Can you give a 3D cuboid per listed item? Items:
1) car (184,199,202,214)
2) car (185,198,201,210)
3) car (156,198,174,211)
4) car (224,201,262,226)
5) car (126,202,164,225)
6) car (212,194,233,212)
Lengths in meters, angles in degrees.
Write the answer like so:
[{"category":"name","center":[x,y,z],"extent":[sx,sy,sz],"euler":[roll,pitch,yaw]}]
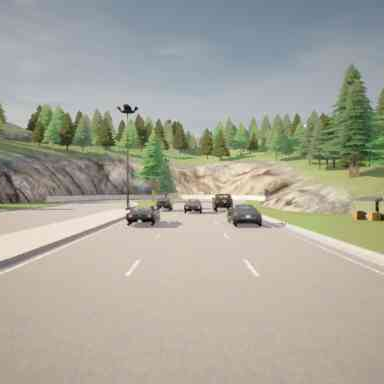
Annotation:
[{"category":"car","center":[0.107,1.601,35.855],"extent":[1.895,1.301,4.718],"euler":[0,0,0]},{"category":"car","center":[0.203,1.564,44.614],"extent":[1.994,1.385,4.181],"euler":[0,0,2]},{"category":"car","center":[-3.365,1.504,40.800],"extent":[1.837,1.490,4.892],"euler":[0,0,1]},{"category":"car","center":[3.604,1.563,23.333],"extent":[1.994,1.385,4.181],"euler":[0,0,0]},{"category":"car","center":[-3.395,1.601,23.905],"extent":[1.895,1.301,4.718],"euler":[0,0,0]},{"category":"car","center":[3.620,1.219,39.562],"extent":[2.150,2.045,5.566],"euler":[0,0,0]}]
